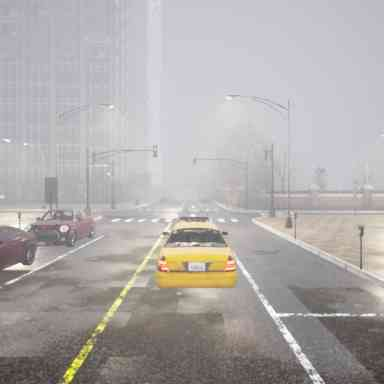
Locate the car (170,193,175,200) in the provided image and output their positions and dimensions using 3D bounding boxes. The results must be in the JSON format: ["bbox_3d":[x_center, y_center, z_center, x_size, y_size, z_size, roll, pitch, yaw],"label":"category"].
[{"bbox_3d":[-5.913,1.324,85.848,1.967,1.590,4.097,0,0,0],"label":"car"}]

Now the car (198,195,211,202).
[{"bbox_3d":[2.693,1.492,63.674,1.947,1.339,4.313,0,0,0],"label":"car"}]

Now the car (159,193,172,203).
[{"bbox_3d":[-5.899,1.485,69.165,1.947,1.339,4.313,0,0,0],"label":"car"}]

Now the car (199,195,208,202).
[{"bbox_3d":[2.622,1.454,74.788,1.887,1.381,4.507,0,0,0],"label":"car"}]

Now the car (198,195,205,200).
[{"bbox_3d":[2.607,1.411,91.470,1.887,1.381,4.507,0,0,0],"label":"car"}]

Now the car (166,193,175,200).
[{"bbox_3d":[-5.917,1.181,91.407,2.192,1.841,5.009,0,0,0],"label":"car"}]

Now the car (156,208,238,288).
[{"bbox_3d":[0.090,1.454,9.150,1.801,1.575,5.366,0,0,0],"label":"car"}]

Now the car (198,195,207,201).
[{"bbox_3d":[2.617,1.448,80.349,2.008,1.369,4.403,0,0,0],"label":"car"}]

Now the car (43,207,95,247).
[{"bbox_3d":[-5.704,1.433,14.642,1.967,1.590,4.097,0,0,0],"label":"car"}]

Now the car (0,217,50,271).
[{"bbox_3d":[-5.699,1.579,8.949,1.802,1.307,4.206,0,0,0],"label":"car"}]

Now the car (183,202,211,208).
[{"bbox_3d":[0.098,1.535,19.413,2.033,1.411,5.357,0,0,0],"label":"car"}]
